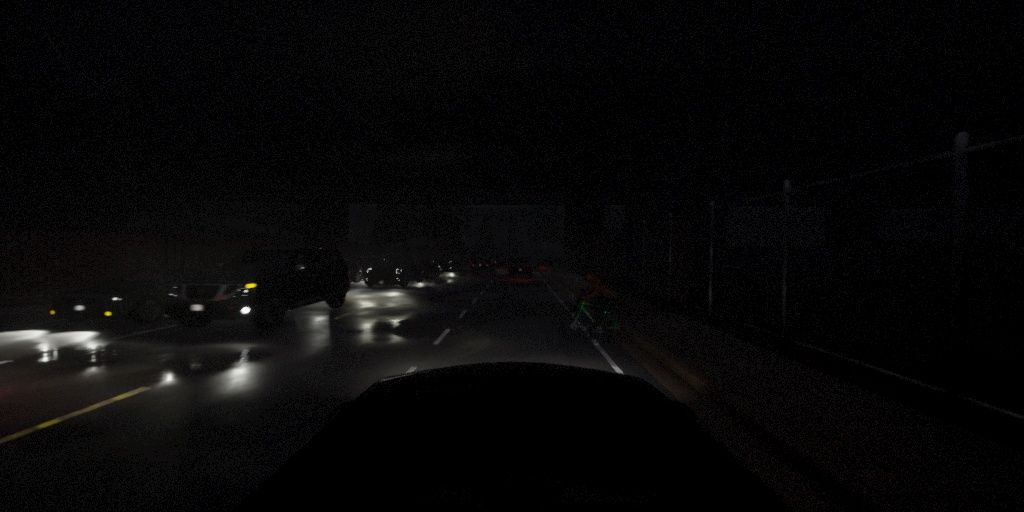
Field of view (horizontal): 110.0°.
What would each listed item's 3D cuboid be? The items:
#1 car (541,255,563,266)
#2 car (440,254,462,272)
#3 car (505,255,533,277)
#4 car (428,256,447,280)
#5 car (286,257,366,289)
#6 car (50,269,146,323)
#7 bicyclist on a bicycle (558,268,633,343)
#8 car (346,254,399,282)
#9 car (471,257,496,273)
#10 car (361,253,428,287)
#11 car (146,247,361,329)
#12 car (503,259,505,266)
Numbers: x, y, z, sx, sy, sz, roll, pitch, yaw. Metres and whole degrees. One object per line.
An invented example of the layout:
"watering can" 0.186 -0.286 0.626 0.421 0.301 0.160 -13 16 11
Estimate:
"car" 5.701 0.651 51.298 1.837 1.490 4.892 1 1 28
"car" -6.214 0.567 34.363 2.097 1.767 4.553 1 1 4
"car" 0.711 0.853 29.604 1.882 1.535 5.008 1 1 2
"car" -6.494 0.939 26.080 2.033 1.411 5.357 1 1 1
"car" -10.205 0.860 20.204 1.837 1.490 4.892 1 0 1
"car" -10.413 1.046 10.683 1.994 1.385 4.181 1 1 2
"bicyclist on a bicycle" 1.851 1.099 7.896 1.656 1.620 0.582 1 1 1
"car" -9.992 0.789 26.125 1.837 1.490 4.892 1 4 1
"car" -2.615 0.819 33.809 2.033 1.411 5.357 1 1 4
"car" -6.686 0.747 20.726 2.097 1.767 4.553 1 1 1
"car" -6.921 0.752 10.703 2.150 2.045 5.566 1 1 1
"car" 0.201 0.644 47.754 1.812 1.442 4.674 1 1 20
